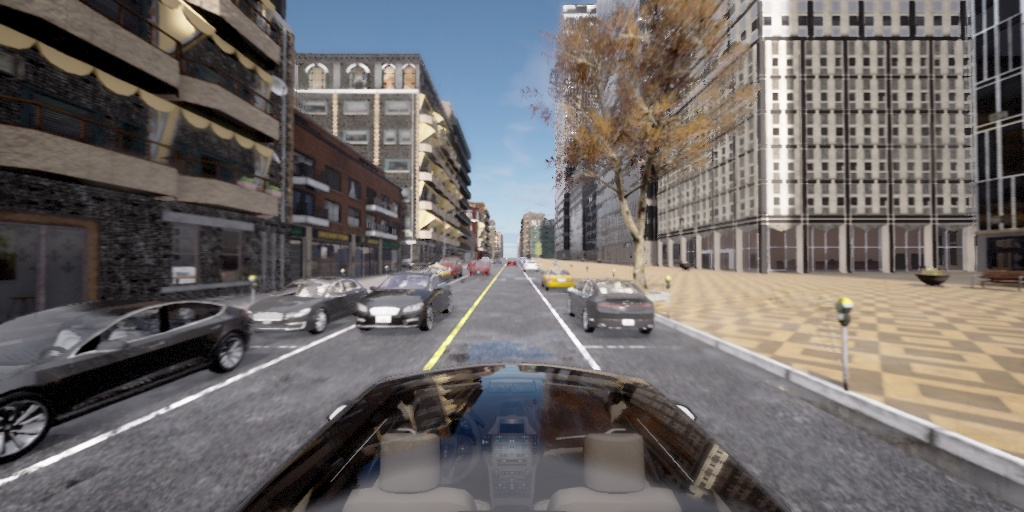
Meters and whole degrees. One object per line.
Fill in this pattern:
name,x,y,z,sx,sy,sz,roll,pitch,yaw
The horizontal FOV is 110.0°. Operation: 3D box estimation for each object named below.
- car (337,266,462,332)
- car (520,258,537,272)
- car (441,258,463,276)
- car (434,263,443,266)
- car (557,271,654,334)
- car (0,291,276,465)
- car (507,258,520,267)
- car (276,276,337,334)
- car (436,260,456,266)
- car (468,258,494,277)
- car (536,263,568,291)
car,-3.050,1.242,11.020,2.128,1.511,4.902,0,0,1
car,2.348,1.292,45.604,1.812,1.442,4.674,0,0,0
car,-5.692,1.075,32.782,2.192,1.841,5.009,0,0,0
car,-5.692,1.321,21.642,1.948,1.339,4.313,0,0,0
car,2.690,1.302,10.502,2.007,1.370,4.403,0,0,0
car,-5.690,1.317,4.933,1.948,1.339,4.313,0,0,0
car,-0.005,1.255,64.755,1.882,1.535,5.008,0,0,0
car,-5.691,1.303,10.503,2.007,1.370,4.403,0,0,0
car,-5.692,1.283,27.041,1.751,1.417,4.829,0,0,0
car,-3.097,1.239,35.561,1.882,1.535,5.008,0,0,0
car,2.689,1.281,21.812,1.751,1.417,4.829,0,0,0
